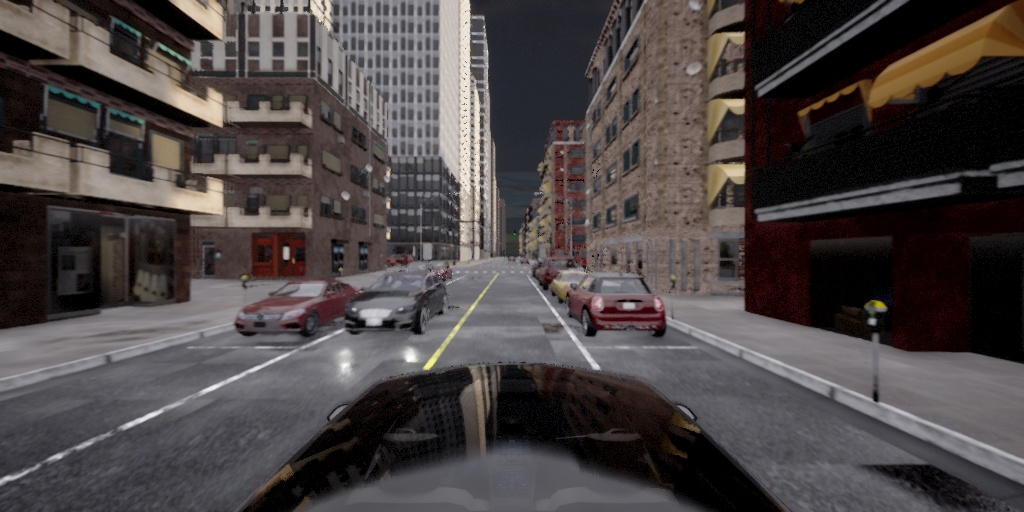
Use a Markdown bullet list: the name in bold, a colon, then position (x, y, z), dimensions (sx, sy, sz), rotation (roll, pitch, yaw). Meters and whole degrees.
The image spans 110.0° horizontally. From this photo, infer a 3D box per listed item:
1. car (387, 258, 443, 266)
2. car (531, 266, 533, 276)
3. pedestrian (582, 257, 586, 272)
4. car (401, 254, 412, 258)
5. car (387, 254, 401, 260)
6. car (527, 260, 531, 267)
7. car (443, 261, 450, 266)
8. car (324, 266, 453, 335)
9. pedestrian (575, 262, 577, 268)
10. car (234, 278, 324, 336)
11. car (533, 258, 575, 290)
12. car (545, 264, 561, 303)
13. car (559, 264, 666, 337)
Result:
- **car**: position (-5.694, 1.124, 21.551), dimensions (1.967, 1.591, 4.097), rotation (0, 0, 0)
- **car**: position (2.686, 1.192, 27.406), dimensions (1.751, 1.417, 4.829), rotation (0, 0, 0)
- **pedestrian**: position (8.129, 0.942, 40.376), dimensions (0.375, 1.860, 0.375), rotation (0, 0, 0)
- **car**: position (-17.718, 0.607, 54.958), dimensions (5.009, 1.841, 2.192), rotation (0, 0, 0)
- **car**: position (-17.582, 0.614, 46.579), dimensions (5.009, 1.841, 2.192), rotation (0, 0, 0)
- **car**: position (2.685, 1.215, 32.919), dimensions (1.948, 1.339, 4.313), rotation (0, 0, 0)
- **car**: position (-5.694, 1.106, 27.233), dimensions (1.967, 1.591, 4.097), rotation (0, 0, 0)
- **car**: position (-3.103, 1.212, 10.512), dimensions (2.128, 1.511, 4.902), rotation (0, 0, 0)
- **pedestrian**: position (7.129, 0.929, 39.776), dimensions (0.375, 1.860, 0.375), rotation (0, 0, 0)
- **car**: position (-5.692, 1.303, 10.186), dimensions (1.802, 1.307, 4.207), rotation (0, 0, 0)
- **car**: position (2.687, 0.999, 21.554), dimensions (2.192, 1.841, 5.009), rotation (0, 0, 0)
- **car**: position (2.688, 1.228, 16.042), dimensions (1.751, 1.417, 4.829), rotation (0, 0, 0)
- **car**: position (2.688, 1.161, 10.189), dimensions (1.967, 1.591, 4.097), rotation (0, 0, 0)
